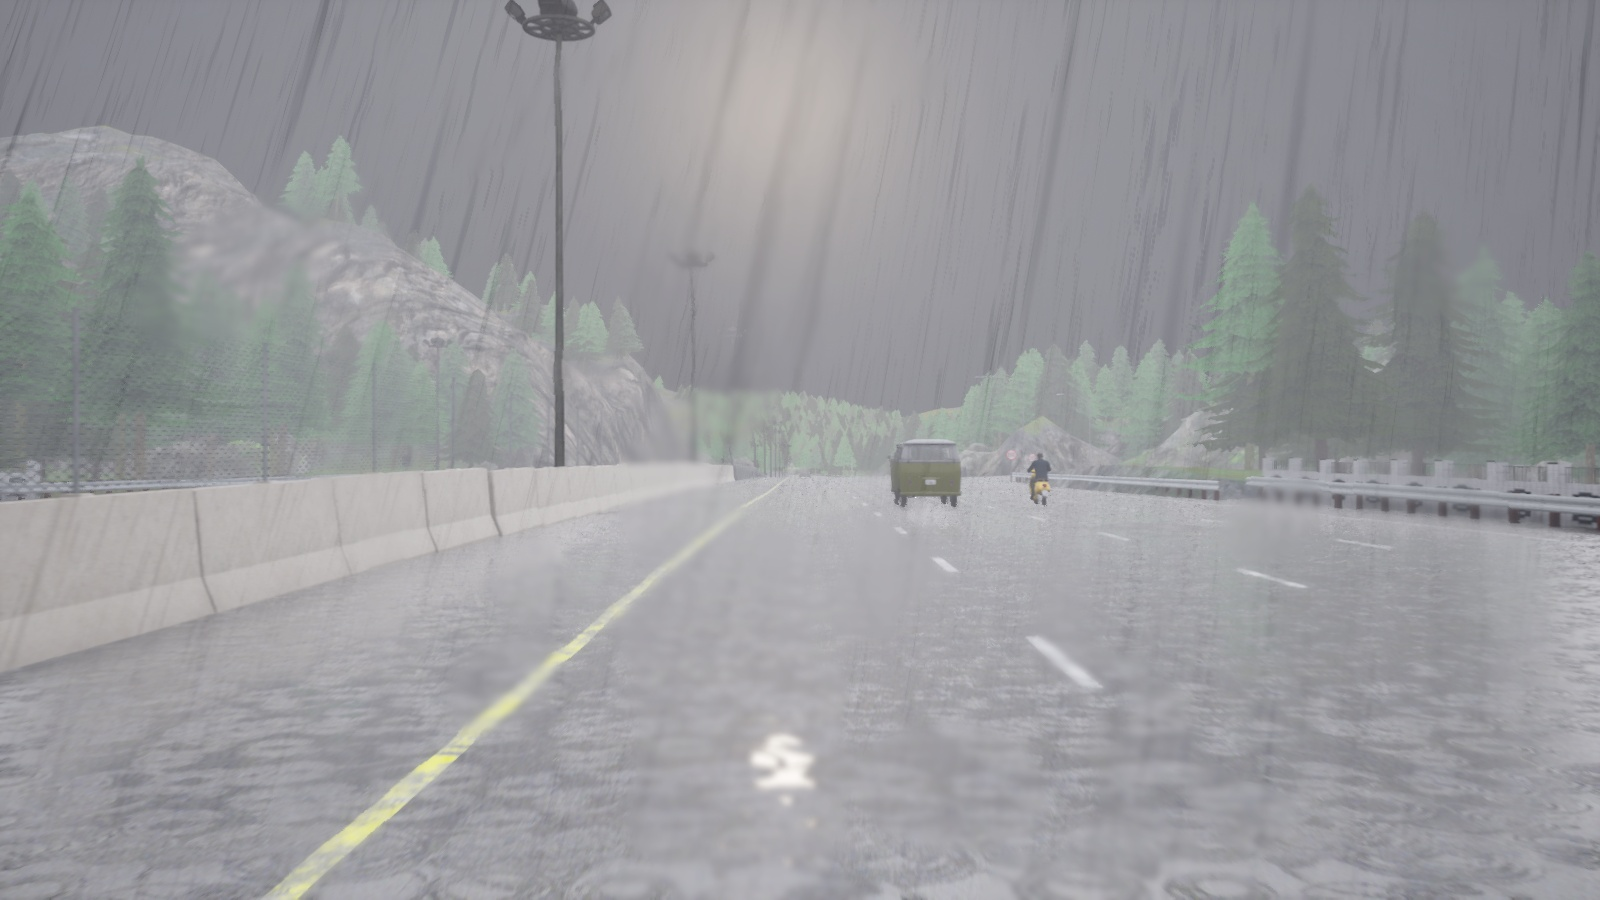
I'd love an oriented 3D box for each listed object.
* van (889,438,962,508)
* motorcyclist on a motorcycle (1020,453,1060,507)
[{"bbox_3d":[3.731,0.684,37.849,1.775,1.987,4.442,0,-1,0],"label":"van"},{"bbox_3d":[7.231,0.889,37.965,0.866,1.590,1.817,0,-1,0],"label":"motorcyclist on a motorcycle"}]
